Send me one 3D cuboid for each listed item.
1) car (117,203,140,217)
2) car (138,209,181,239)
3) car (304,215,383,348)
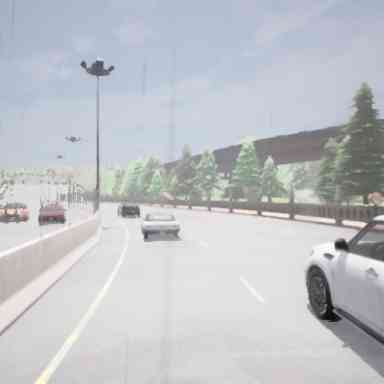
[{"bbox_3d":[-6.926,1.893,36.263,1.882,1.535,5.008,0,-1,-21],"label":"car"},{"bbox_3d":[-1.911,1.808,19.001,1.895,1.301,4.718,0,-1,-11],"label":"car"},{"bbox_3d":[3.381,1.246,4.269,2.150,2.045,5.566,0,-1,-2],"label":"car"}]
